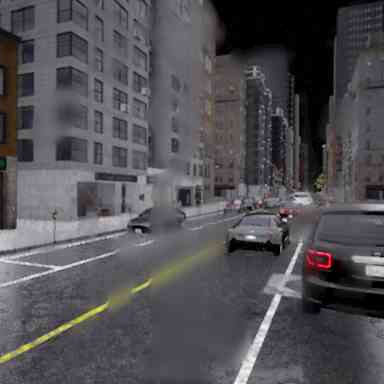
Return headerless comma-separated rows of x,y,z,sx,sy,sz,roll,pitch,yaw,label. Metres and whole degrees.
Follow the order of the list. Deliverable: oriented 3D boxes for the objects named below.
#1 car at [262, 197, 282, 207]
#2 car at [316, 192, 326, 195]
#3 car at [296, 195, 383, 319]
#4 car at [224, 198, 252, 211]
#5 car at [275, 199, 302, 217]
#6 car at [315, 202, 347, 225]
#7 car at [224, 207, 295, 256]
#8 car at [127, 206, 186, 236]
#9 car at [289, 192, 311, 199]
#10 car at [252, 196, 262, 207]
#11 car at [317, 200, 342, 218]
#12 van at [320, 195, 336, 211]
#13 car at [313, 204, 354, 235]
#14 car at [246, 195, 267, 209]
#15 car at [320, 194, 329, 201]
9.777,1.367,39.555,1.837,1.490,4.892,1,0,22,car
14.354,1.243,35.030,2.192,1.841,5.009,1,0,22,car
3.631,1.218,7.247,2.150,2.045,5.566,1,0,22,car
4.389,1.431,33.023,1.802,1.307,4.206,1,0,22,car
8.271,1.519,27.161,1.895,1.301,4.718,1,0,22,car
10.288,1.501,24.758,2.008,1.369,4.403,1,0,22,car
2.750,1.512,13.201,1.994,1.385,4.181,1,0,22,car
-1.708,1.448,17.610,1.947,1.339,4.313,1,0,22,car
13.880,1.107,41.599,2.150,2.045,5.566,1,0,22,car
6.421,1.404,38.161,1.947,1.339,4.313,1,0,22,car
12.320,1.505,29.895,1.947,1.339,4.313,1,0,22,car
16.386,1.258,40.166,1.690,1.788,3.998,1,0,22,van
8.256,1.512,19.622,2.008,1.369,4.403,1,0,22,car
8.455,1.267,43.298,1.967,1.590,4.097,1,0,22,car
32.264,1.293,81.085,1.967,1.590,4.097,1,0,20,car
